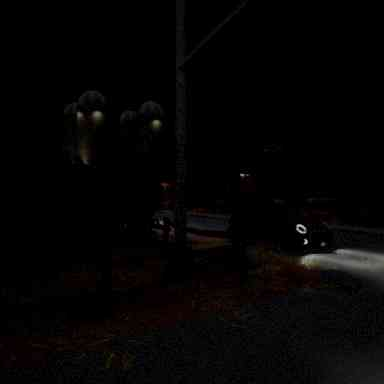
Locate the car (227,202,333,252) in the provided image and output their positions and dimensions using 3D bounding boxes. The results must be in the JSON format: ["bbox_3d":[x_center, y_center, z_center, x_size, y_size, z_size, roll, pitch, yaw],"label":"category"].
[{"bbox_3d":[3.596,1.352,14.180,2.097,1.767,4.553,0,0,-35],"label":"car"}]
